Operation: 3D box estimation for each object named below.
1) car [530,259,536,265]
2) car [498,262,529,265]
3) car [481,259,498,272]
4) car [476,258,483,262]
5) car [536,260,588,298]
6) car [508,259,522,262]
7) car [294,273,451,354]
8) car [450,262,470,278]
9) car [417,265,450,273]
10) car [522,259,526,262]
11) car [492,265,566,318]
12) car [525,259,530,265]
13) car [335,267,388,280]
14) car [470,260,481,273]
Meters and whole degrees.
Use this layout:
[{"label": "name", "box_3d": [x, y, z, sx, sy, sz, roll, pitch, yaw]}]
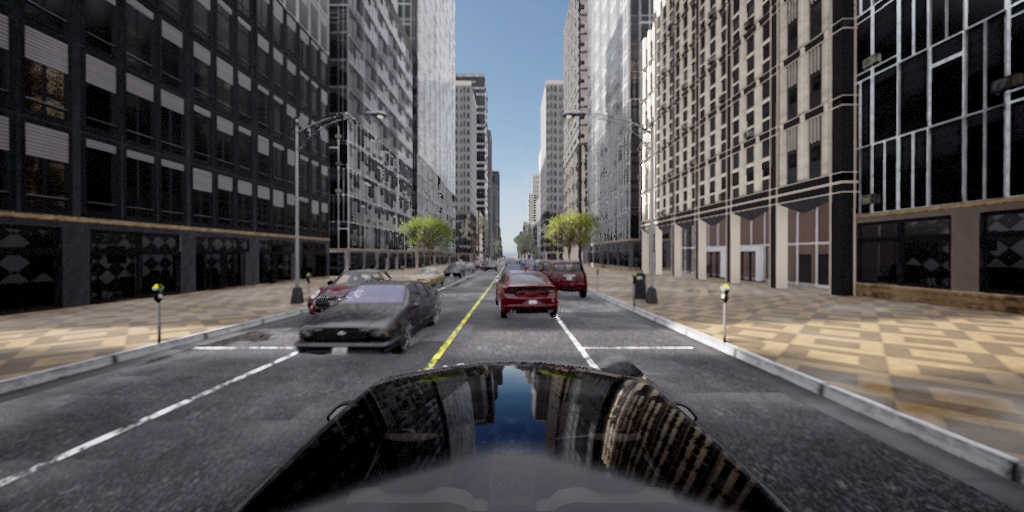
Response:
[{"label": "car", "box_3d": [2.682, 1.176, 24.730, 2.192, 1.841, 5.009, 0, 0, 0]}, {"label": "car", "box_3d": [0.084, 1.433, 29.765, 2.033, 1.411, 5.357, 0, 0, 0]}, {"label": "car", "box_3d": [-3.017, 1.534, 52.473, 1.837, 1.490, 4.892, 0, 0, 0]}, {"label": "car", "box_3d": [-5.710, 1.461, 58.829, 1.967, 1.591, 4.097, 0, 0, 0]}, {"label": "car", "box_3d": [2.683, 1.149, 19.046, 2.192, 1.841, 5.009, 0, 0, 0]}, {"label": "car", "box_3d": [0.081, 1.338, 51.230, 2.097, 1.767, 4.553, 0, 0, 0]}, {"label": "car", "box_3d": [-3.100, 1.333, 9.119, 2.033, 1.411, 5.357, 0, 0, 0]}, {"label": "car", "box_3d": [-5.703, 1.481, 36.094, 1.948, 1.339, 4.313, 0, 0, 0]}, {"label": "car", "box_3d": [-5.699, 1.386, 24.557, 1.751, 1.417, 4.829, 0, 0, 0]}, {"label": "car", "box_3d": [2.674, 1.409, 47.464, 1.967, 1.591, 4.097, 0, 0, 0]}, {"label": "car", "box_3d": [0.410, 1.284, 13.463, 1.882, 1.535, 5.008, 0, 0, -5]}, {"label": "car", "box_3d": [2.678, 1.355, 36.097, 1.967, 1.591, 4.097, 0, 0, 0]}, {"label": "car", "box_3d": [-5.695, 1.246, 13.359, 1.967, 1.591, 4.097, 0, 0, 0]}, {"label": "car", "box_3d": [-5.707, 1.519, 47.462, 2.007, 1.370, 4.403, 0, 0, 0]}]
